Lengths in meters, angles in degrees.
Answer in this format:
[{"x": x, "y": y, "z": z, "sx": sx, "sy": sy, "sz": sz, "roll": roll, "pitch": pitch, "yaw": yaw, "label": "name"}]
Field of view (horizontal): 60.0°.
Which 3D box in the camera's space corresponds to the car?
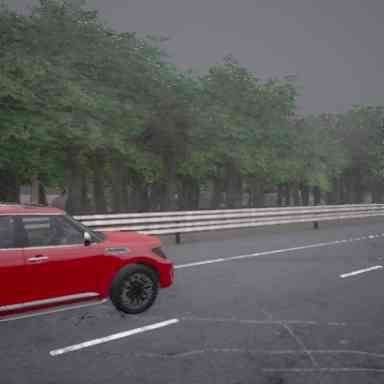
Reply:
[{"x": -3.032, "y": 1.215, "z": 5.878, "sx": 5.566, "sy": 2.045, "sz": 2.150, "roll": 0, "pitch": 1, "yaw": -35, "label": "car"}]
